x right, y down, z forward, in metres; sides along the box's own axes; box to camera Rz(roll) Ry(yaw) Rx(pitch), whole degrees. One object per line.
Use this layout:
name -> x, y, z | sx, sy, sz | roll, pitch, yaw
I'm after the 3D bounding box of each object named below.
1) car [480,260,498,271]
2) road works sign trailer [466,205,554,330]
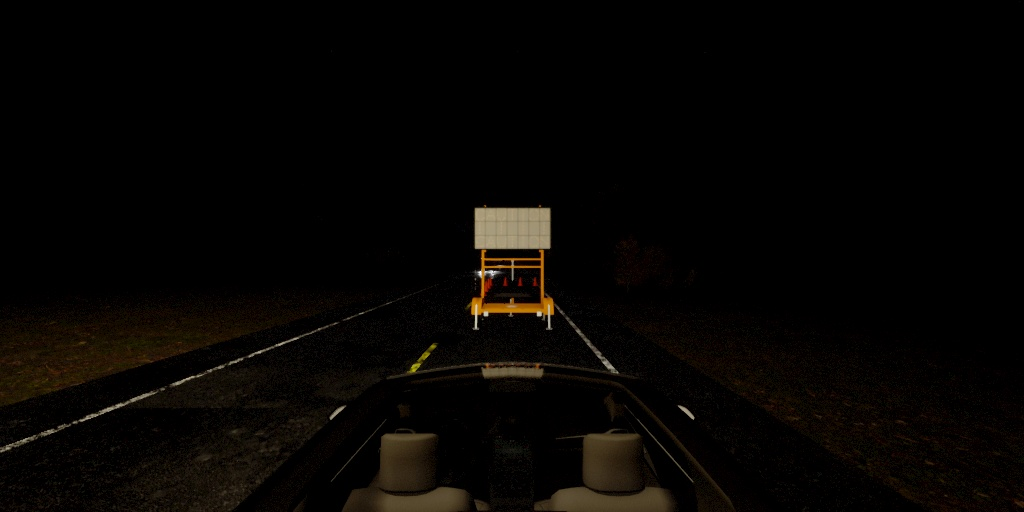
car -> -3.397, 1.378, 50.290 | 1.895, 1.301, 4.718 | 0, 0, 0
road works sign trailer -> 0.020, 0.215, 11.158 | 2.380, 3.560, 2.880 | 0, 0, 0
